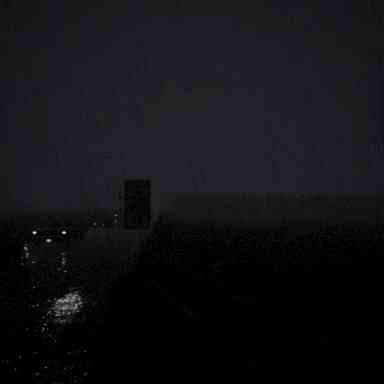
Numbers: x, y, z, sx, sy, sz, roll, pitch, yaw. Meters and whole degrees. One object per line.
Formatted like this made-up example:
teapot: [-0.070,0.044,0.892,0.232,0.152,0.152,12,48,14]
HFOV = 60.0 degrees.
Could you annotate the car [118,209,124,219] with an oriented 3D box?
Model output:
car: [-9.460,3.064,45.739,1.837,1.490,4.892,0,-2,-5]

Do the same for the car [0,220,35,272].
car: [-6.574,1.639,9.599,2.097,1.767,4.553,0,-2,-6]

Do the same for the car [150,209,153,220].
car: [-6.361,2.774,42.779,2.097,1.767,4.553,0,-2,-5]

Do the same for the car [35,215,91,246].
car: [-7.375,2.205,18.914,1.895,1.301,4.718,0,-2,-5]

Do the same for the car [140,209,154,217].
car: [-7.294,3.404,54.252,1.895,1.301,4.718,0,-2,-5]

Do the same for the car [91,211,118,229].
car: [-8.244,2.537,29.774,1.994,1.385,4.181,0,-2,-4]
